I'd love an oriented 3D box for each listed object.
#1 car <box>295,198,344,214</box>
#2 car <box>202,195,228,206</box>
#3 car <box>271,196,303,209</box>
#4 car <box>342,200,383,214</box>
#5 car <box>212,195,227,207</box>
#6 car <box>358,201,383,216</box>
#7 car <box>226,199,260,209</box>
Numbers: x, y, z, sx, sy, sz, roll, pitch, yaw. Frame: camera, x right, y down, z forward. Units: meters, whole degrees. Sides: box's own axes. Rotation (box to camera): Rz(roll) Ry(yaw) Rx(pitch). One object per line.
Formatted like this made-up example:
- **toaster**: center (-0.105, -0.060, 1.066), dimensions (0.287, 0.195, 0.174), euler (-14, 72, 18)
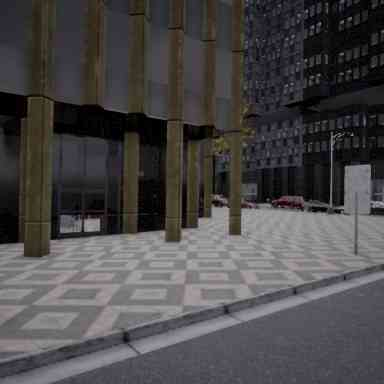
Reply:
- **car**: center (13.186, 1.539, 33.829), dimensions (1.947, 1.339, 4.313), euler (1, -1, -35)
- **car**: center (4.192, 1.512, 61.253), dimensions (2.192, 1.841, 5.009), euler (1, -1, -35)
- **car**: center (13.759, 1.487, 47.763), dimensions (2.192, 1.841, 5.009), euler (1, -1, -35)
- **car**: center (20.133, 1.708, 38.767), dimensions (2.008, 1.369, 4.403), euler (1, -1, -35)
- **car**: center (3.622, 1.311, 47.323), dimensions (2.192, 1.841, 5.009), euler (1, -1, -35)
- **car**: center (16.375, 1.517, 29.333), dimensions (2.008, 1.369, 4.403), euler (1, -1, -35)
- **car**: center (6.807, 1.570, 42.823), dimensions (1.802, 1.307, 4.206), euler (1, -1, -35)
